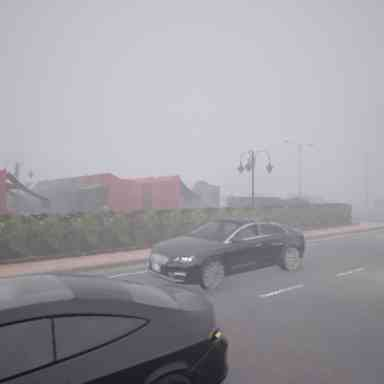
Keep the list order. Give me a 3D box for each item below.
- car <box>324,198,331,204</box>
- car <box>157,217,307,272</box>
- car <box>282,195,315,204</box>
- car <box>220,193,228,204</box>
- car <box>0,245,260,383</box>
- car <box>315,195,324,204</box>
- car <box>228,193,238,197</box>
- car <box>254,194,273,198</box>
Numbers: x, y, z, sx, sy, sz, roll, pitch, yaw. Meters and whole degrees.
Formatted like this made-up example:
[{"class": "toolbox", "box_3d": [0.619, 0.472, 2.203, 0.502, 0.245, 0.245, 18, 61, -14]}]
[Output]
[{"class": "car", "box_3d": [18.463, 1.457, 48.948, 1.970, 1.475, 3.806, 0, 0, -36]}, {"class": "car", "box_3d": [1.143, 1.493, 9.194, 4.902, 1.511, 2.128, 0, 0, -36]}, {"class": "car", "box_3d": [13.981, 1.215, 45.626, 1.932, 1.855, 4.605, 0, 0, -36]}, {"class": "car", "box_3d": [6.153, 1.222, 80.269, 1.905, 1.878, 3.866, 0, 0, -36]}, {"class": "car", "box_3d": [-1.753, 1.526, 2.705, 4.674, 1.442, 1.812, 0, 0, -36]}, {"class": "car", "box_3d": [16.122, 1.425, 47.245, 1.784, 1.438, 3.905, 0, 0, -36]}, {"class": "car", "box_3d": [8.525, 1.219, 81.928, 1.932, 1.855, 4.605, 0, 0, -36]}, {"class": "car", "box_3d": [14.242, 1.459, 64.553, 1.970, 1.475, 3.806, 0, 0, -36]}]
